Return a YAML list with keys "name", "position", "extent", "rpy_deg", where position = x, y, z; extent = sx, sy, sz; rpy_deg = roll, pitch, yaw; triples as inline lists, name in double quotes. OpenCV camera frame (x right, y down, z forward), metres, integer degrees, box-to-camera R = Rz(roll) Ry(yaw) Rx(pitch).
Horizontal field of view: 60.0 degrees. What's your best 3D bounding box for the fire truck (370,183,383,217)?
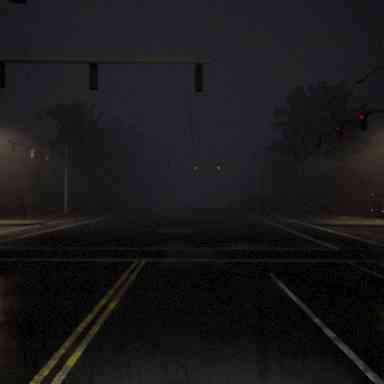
- name: "fire truck"
  position: [22.690, 0.691, 33.221]
  extent: [8.468, 3.827, 2.891]
  rpy_deg: [0, -1, 1]
